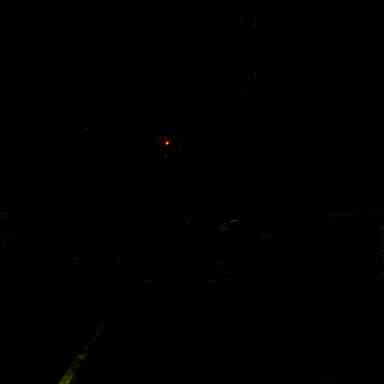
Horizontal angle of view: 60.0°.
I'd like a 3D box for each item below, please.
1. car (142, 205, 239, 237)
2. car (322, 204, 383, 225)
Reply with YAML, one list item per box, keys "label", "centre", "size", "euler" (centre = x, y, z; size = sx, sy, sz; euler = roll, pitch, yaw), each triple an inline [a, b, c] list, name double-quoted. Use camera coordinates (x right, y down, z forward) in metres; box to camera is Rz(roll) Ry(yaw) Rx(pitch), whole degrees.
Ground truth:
- label: "car"
  centre: [-0.075, 1.456, 17.413]
  size: [5.008, 1.535, 1.882]
  euler: [-1, 0, 0]
- label: "car"
  centre: [11.628, 1.524, 23.235]
  size: [4.829, 1.417, 1.752]
  euler: [0, -1, 0]
